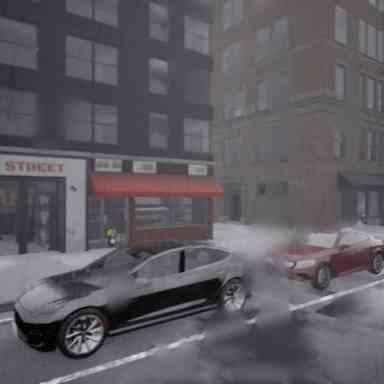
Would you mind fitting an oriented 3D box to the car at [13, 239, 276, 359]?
[{"bbox_3d":[-0.743,1.582,6.000,4.313,1.339,1.947,0,0,-35],"label":"car"}]

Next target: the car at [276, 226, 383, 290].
[{"bbox_3d":[3.741,1.632,9.188,4.206,1.307,1.802,0,0,-35],"label":"car"}]
